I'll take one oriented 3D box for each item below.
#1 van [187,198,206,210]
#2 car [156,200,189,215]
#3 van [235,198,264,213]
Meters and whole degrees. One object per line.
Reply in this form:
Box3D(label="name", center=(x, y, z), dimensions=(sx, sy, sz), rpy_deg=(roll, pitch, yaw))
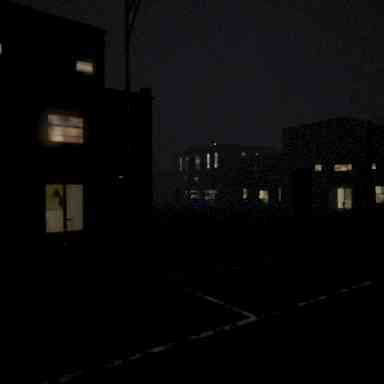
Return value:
Box3D(label="van", center=(0.491, 1.861, 51.039), dimensions=(1.690, 1.788, 3.998), rpy_deg=(-2, 0, -36))
Box3D(label="car", center=(-2.836, 2.042, 41.445), dimensions=(1.752, 1.417, 4.829), rpy_deg=(-2, 0, -36))
Box3D(label="van", center=(7.161, 1.700, 41.895), dimensions=(1.690, 1.788, 3.998), rpy_deg=(-2, 0, -36))
